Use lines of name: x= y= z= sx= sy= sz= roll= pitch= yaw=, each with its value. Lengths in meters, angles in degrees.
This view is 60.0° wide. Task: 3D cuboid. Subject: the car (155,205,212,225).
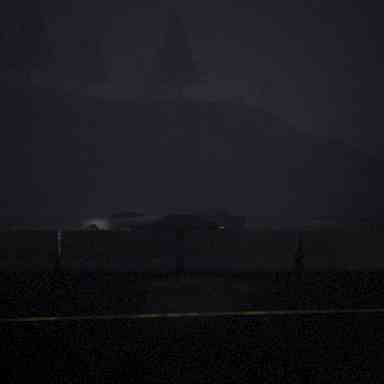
car: x=-0.663 y=1.768 z=25.477 sx=4.181 sy=1.385 sz=1.994 roll=0 pitch=-1 yaw=-5

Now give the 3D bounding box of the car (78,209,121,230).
car: x=-3.750 y=1.648 z=18.157 sx=4.674 sy=1.442 sz=1.812 roll=0 pitch=-1 yaw=-6

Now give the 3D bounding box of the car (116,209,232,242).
car: x=-0.799 y=1.642 z=14.949 sx=4.674 sy=1.442 sz=1.812 roll=0 pitch=-1 yaw=-5

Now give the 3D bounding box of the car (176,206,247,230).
car: x=1.155 y=1.790 z=22.150 sx=4.718 sy=1.301 sz=1.895 roll=0 pitch=0 yaw=-4
